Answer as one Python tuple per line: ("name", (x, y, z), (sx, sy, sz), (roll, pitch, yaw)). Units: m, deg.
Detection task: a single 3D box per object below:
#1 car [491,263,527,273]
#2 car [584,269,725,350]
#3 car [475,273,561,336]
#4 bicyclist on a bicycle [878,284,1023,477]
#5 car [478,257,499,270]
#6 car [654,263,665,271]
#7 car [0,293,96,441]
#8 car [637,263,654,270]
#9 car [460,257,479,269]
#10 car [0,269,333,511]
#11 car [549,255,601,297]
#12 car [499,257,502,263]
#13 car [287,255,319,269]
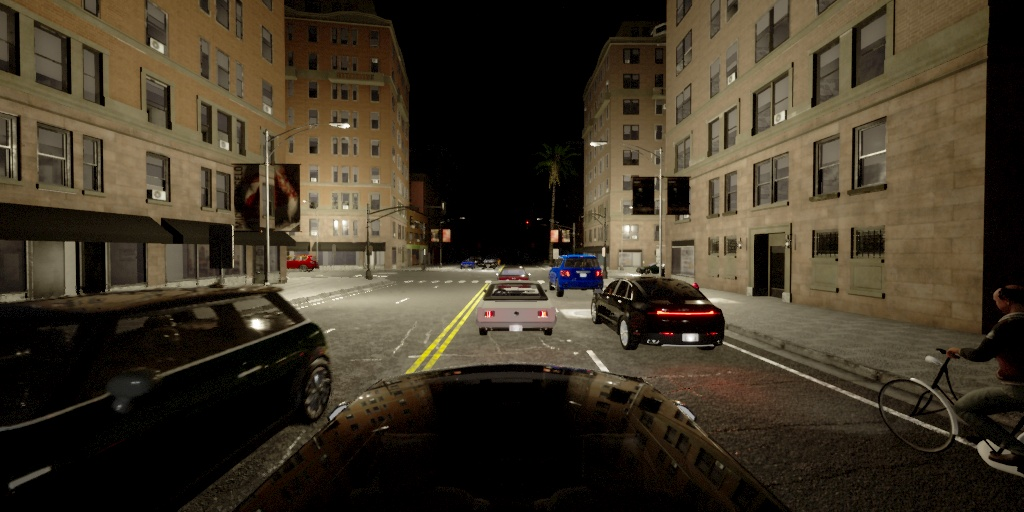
("car", (0.081, 1.294, 19.936), (2.033, 1.411, 5.357), (0, 0, 0))
("car", (3.297, 1.253, 9.025), (1.837, 1.490, 4.892), (0, 0, 0))
("car", (0.092, 1.349, 10.367), (1.895, 1.301, 4.718), (0, 0, 0))
("bicyclist on a bicycle", (4.144, 1.120, 3.149), (0.659, 1.776, 1.843), (0, 0, 0))
("car", (-3.401, 1.234, 53.292), (2.128, 1.511, 4.902), (0, 0, 0))
("car", (16.173, 1.511, 33.831), (4.313, 1.339, 1.948), (0, 0, 0))
("car", (-6.600, 1.242, 2.322), (2.128, 1.511, 4.902), (0, 0, 0))
("car", (16.016, 1.423, 39.779), (4.181, 1.385, 1.994), (0, 1, 0))
("car", (-6.643, 1.268, 54.598), (1.812, 1.442, 4.674), (0, 0, 1))
("car", (-3.350, 1.101, 2.688), (2.097, 1.767, 4.553), (0, 0, 0))
("car", (3.232, 0.968, 18.934), (2.150, 2.045, 5.566), (0, 0, 0))
("car", (-3.386, 1.286, 63.132), (2.033, 1.411, 5.357), (0, 0, 0))
("car", (-23.935, 0.834, 39.281), (5.009, 1.841, 2.192), (0, 0, -9))
